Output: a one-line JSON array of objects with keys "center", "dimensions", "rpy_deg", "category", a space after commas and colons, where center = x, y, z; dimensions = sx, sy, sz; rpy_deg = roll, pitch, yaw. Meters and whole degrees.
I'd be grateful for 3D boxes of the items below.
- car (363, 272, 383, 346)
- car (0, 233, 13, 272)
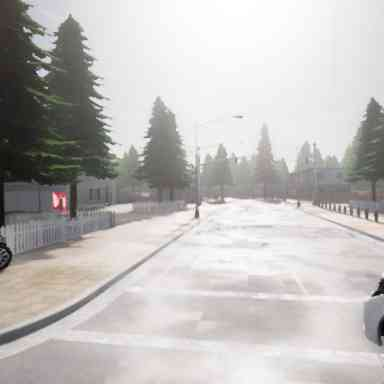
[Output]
[{"center": [3.950, 1.173, 2.165], "dimensions": [2.150, 2.045, 5.566], "rpy_deg": [-1, 0, -20], "category": "car"}, {"center": [-5.793, 1.225, 7.246], "dimensions": [2.097, 1.767, 4.553], "rpy_deg": [0, 0, -11], "category": "car"}]
